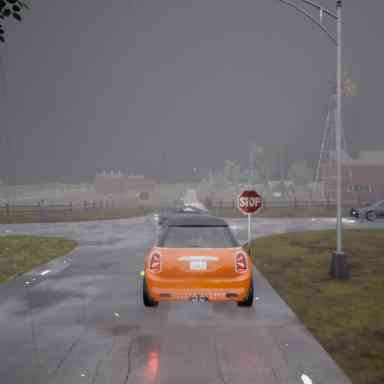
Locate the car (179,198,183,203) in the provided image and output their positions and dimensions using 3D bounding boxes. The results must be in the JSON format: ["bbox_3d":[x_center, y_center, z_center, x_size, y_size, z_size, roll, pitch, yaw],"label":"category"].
[{"bbox_3d":[-2.725,1.670,46.394,2.033,1.411,5.357,0,0,0],"label":"car"}]

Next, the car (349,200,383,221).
[{"bbox_3d":[13.563,1.267,23.823,4.181,1.385,1.994,-1,1,-1],"label":"car"}]

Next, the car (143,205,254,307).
[{"bbox_3d":[0.120,1.354,8.151,2.097,1.767,4.553,0,0,0],"label":"car"}]

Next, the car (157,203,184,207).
[{"bbox_3d":[-0.064,1.584,20.989,4.181,1.385,1.994,0,0,0],"label":"car"}]

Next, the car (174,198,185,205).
[{"bbox_3d":[-2.593,1.884,68.244,2.033,1.411,5.357,0,-1,0],"label":"car"}]

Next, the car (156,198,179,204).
[{"bbox_3d":[-2.750,1.571,36.597,1.837,1.490,4.892,0,0,0],"label":"car"}]

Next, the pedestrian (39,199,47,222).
[{"bbox_3d":[-12.086,1.466,27.030,0.375,1.860,0.375,0,2,0],"label":"pedestrian"}]
